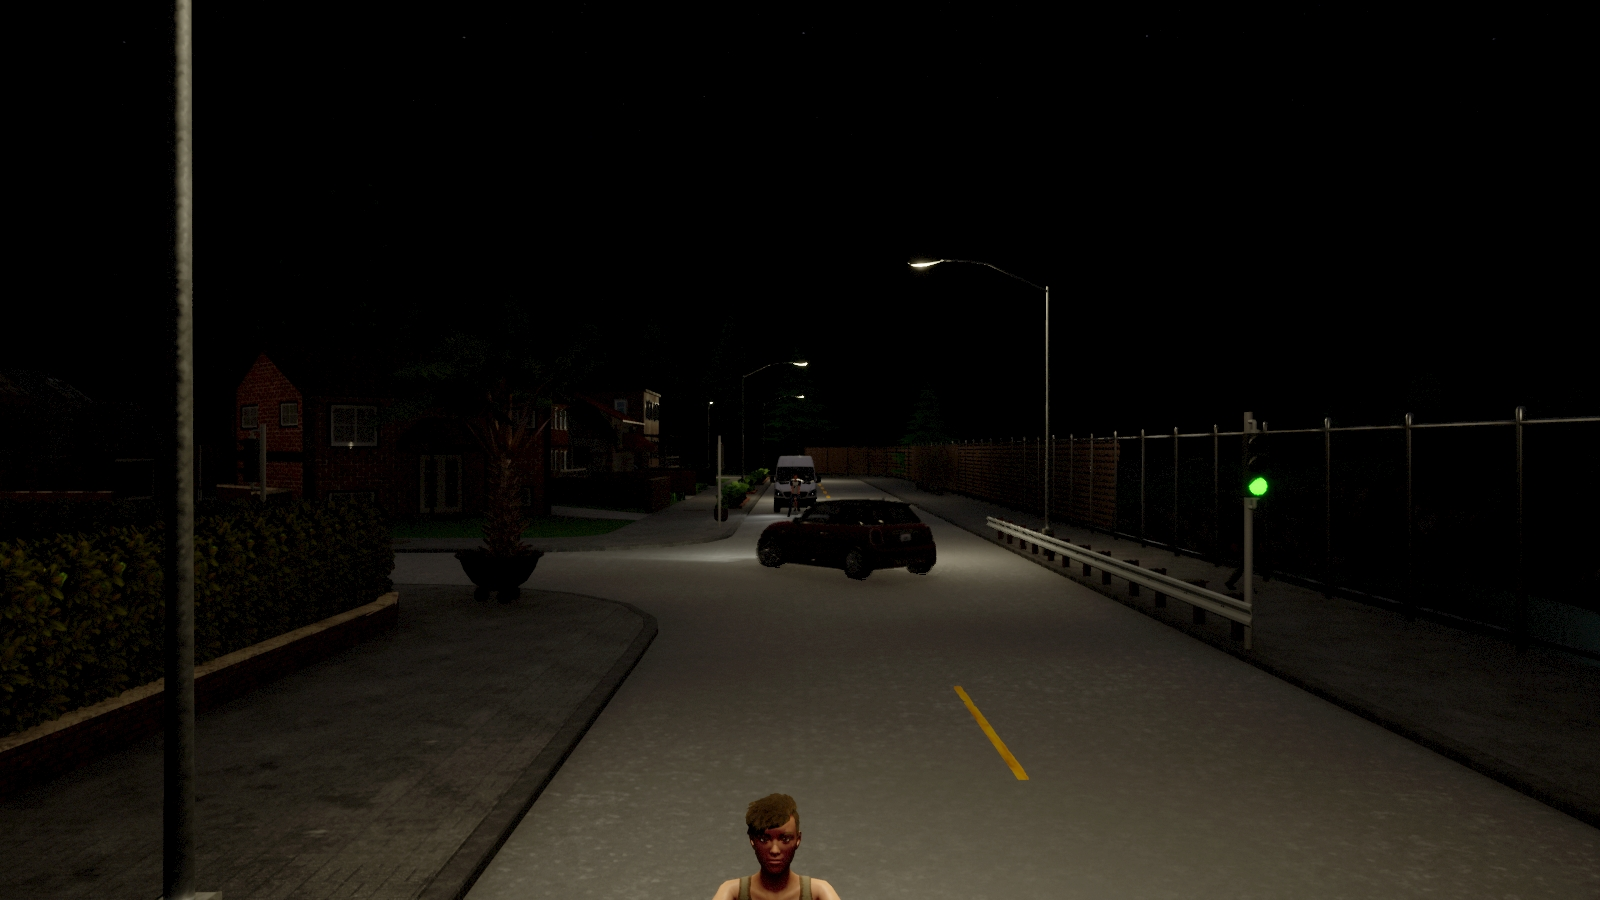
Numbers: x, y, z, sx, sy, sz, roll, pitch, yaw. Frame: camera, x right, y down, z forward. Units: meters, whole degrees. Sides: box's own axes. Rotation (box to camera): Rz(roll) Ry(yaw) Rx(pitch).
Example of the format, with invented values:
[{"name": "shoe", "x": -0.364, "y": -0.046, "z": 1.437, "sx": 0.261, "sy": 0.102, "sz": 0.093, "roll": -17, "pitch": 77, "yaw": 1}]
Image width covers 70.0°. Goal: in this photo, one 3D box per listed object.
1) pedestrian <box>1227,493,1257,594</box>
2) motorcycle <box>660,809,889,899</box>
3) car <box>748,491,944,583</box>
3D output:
[{"name": "pedestrian", "x": 8.334, "y": 1.752, "z": 21.547, "sx": 0.375, "sy": 1.860, "sz": 0.375, "roll": 0, "pitch": 0, "yaw": -25}, {"name": "motorcycle", "x": -0.084, "y": 2.157, "z": 3.590, "sx": 0.764, "sy": 1.307, "sz": 2.356, "roll": 0, "pitch": 0, "yaw": -1}, {"name": "car", "x": 0.961, "y": 1.915, "z": 26.470, "sx": 2.097, "sy": 1.767, "sz": 4.553, "roll": 0, "pitch": 0, "yaw": -38}]
